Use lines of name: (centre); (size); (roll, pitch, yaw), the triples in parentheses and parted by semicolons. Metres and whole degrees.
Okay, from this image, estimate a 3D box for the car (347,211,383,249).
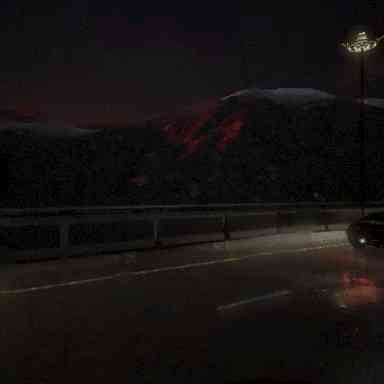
car: (8.245, 1.513, 13.216); (4.892, 1.490, 1.837); (0, 0, -30)
